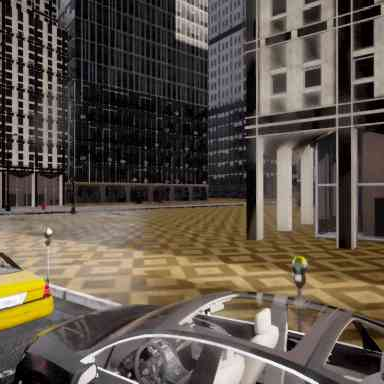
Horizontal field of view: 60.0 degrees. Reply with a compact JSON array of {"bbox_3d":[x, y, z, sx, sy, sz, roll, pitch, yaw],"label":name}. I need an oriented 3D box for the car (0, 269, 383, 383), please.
[{"bbox_3d":[0.273,1.551,2.683,4.403,1.369,2.008,0,0,36],"label":"car"}]

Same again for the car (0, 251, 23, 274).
[{"bbox_3d":[-4.480,1.525,6.079,4.829,1.417,1.752,0,0,36],"label":"car"}]
